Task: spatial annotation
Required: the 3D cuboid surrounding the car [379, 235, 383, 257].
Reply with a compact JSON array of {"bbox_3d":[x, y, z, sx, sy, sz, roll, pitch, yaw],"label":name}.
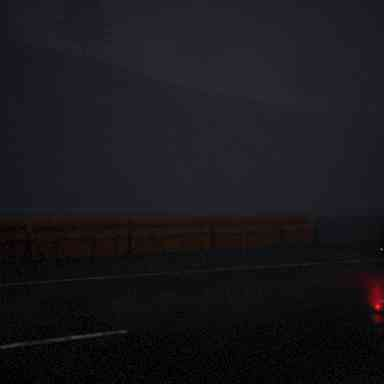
[{"bbox_3d":[7.996,1.576,9.802,4.902,1.511,2.128,1,0,-14],"label":"car"}]
